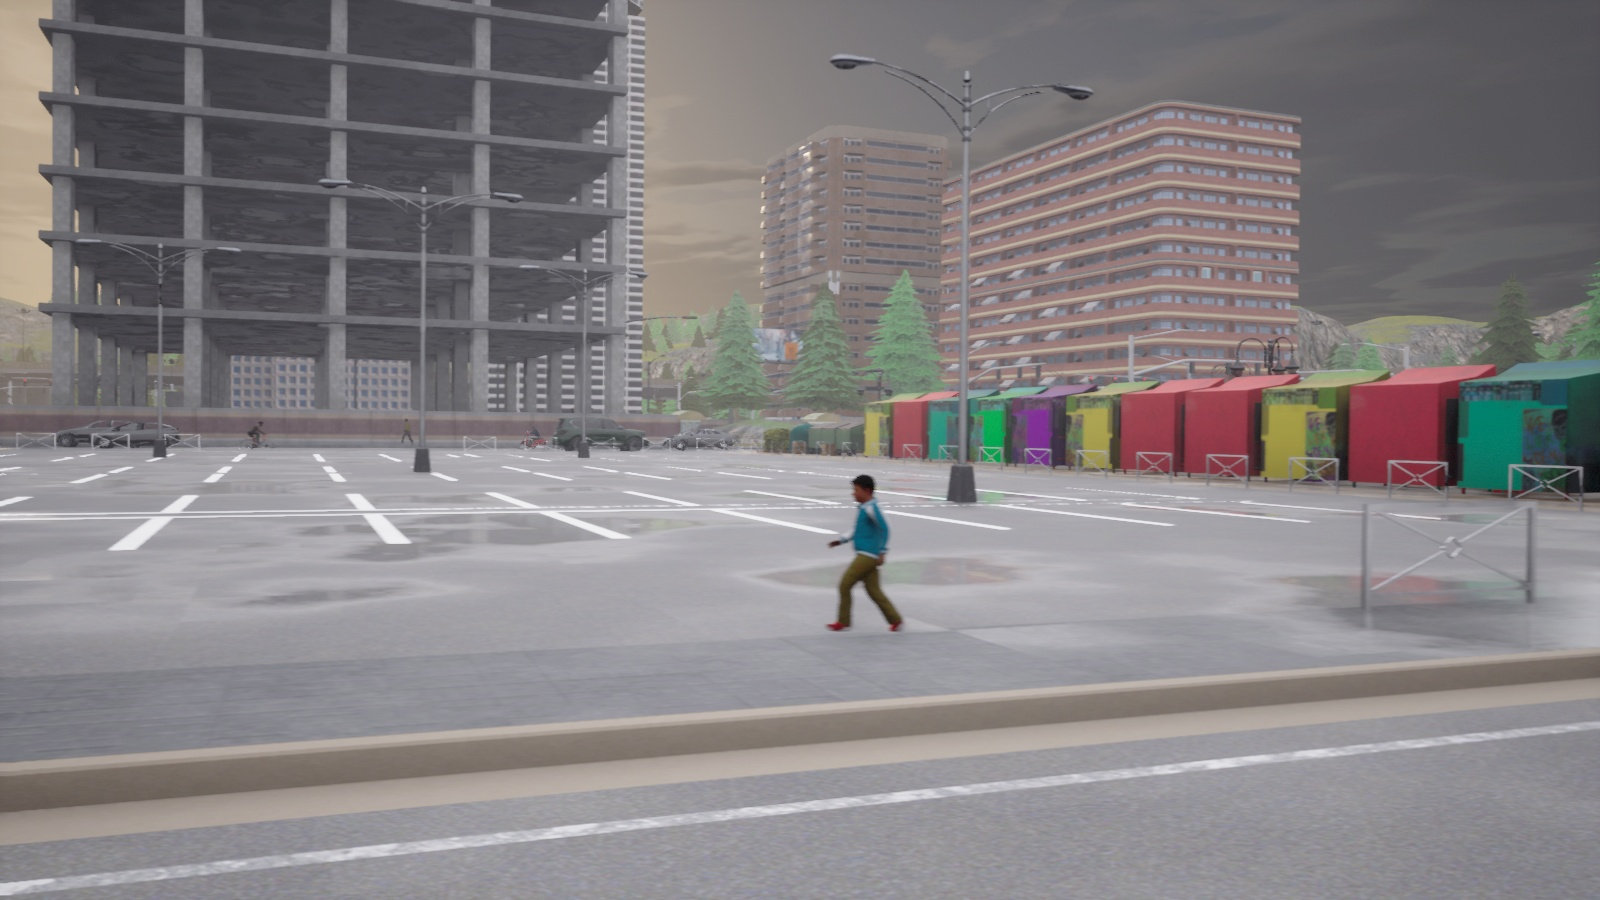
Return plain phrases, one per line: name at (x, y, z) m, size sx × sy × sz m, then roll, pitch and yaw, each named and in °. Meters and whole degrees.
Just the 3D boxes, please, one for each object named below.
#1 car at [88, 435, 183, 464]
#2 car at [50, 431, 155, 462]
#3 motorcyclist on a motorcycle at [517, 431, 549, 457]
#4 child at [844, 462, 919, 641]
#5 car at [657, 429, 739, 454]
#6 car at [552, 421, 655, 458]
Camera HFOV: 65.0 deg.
car at (-36.966, -0.052, 69.972) m, size 4.514 × 1.525 × 2.007 m, roll -1°, pitch 1°, yaw -23°
car at (-40.153, -0.226, 72.432) m, size 5.027 × 1.651 × 2.152 m, roll -1°, pitch 1°, yaw -23°
motorcyclist on a motorcycle at (-16.693, -0.402, 78.428) m, size 1.817 × 1.590 × 0.866 m, roll -1°, pitch 1°, yaw -23°
child at (0.560, 0.689, 8.684) m, size 0.448 × 1.192 × 0.343 m, roll -1°, pitch 1°, yaw -6°
car at (-6.705, -0.575, 82.595) m, size 4.902 × 1.511 × 2.128 m, roll -1°, pitch 1°, yaw -23°
car at (-11.433, -0.605, 73.035) m, size 5.566 × 2.045 × 2.150 m, roll -1°, pitch 1°, yaw -23°
